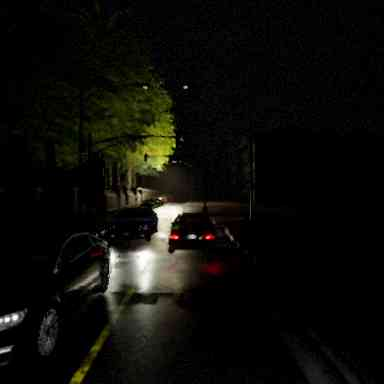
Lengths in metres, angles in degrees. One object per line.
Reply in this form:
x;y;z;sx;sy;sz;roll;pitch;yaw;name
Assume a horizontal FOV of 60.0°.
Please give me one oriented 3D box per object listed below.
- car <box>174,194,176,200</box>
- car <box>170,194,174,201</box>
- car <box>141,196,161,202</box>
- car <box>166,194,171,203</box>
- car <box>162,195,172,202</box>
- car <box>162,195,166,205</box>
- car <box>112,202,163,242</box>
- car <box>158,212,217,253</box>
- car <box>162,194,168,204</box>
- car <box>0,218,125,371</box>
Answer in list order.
-5.859;1.508;88.120;1.967;1.590;4.097;1;0;0;car
-5.722;1.332;71.770;2.192;1.841;5.009;1;0;0;car
-5.516;1.532;42.834;2.008;1.369;4.403;1;0;0;car
-5.683;1.587;66.319;1.802;1.307;4.206;1;0;0;car
-5.769;1.472;77.220;1.967;1.590;4.097;1;0;0;car
-5.548;1.536;49.969;2.008;1.369;4.403;1;0;0;car
-2.749;1.475;16.478;1.882;1.535;5.008;0;0;0;car
0.018;1.536;13.557;2.033;1.411;5.357;0;0;0;car
-5.593;1.555;55.419;1.947;1.339;4.313;1;0;0;car
-2.830;1.486;5.986;2.128;1.511;4.902;0;0;0;car
